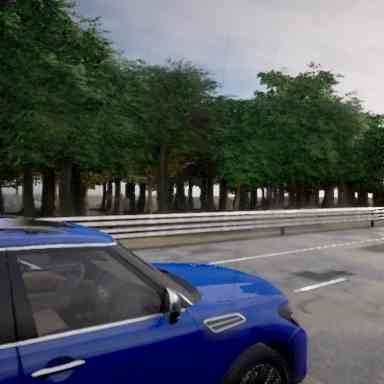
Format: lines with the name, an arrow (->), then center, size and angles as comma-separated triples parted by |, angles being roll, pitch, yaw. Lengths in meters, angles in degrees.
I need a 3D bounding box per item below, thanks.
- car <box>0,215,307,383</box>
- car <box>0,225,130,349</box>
car -> -1.458, 1.224, 2.707 | 5.566, 2.045, 2.150 | 1, 0, -36
car -> -3.729, 1.491, 5.385 | 4.902, 1.511, 2.128 | 1, 0, -36
